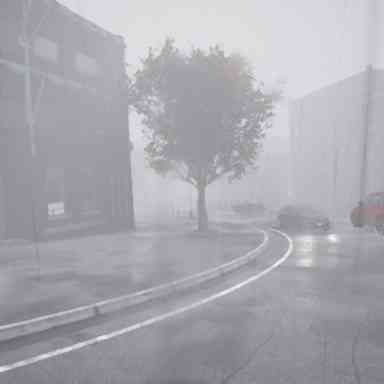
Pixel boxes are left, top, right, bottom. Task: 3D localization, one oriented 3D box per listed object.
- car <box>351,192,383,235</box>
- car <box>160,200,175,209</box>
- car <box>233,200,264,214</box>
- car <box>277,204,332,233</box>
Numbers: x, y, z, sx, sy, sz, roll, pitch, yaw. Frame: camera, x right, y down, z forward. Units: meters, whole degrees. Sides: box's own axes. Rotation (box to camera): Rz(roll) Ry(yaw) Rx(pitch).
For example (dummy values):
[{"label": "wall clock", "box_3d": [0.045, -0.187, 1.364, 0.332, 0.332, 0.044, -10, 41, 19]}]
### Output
[{"label": "car", "box_3d": [10.174, 0.995, 17.201, 2.150, 2.045, 5.566, -2, 0, 7]}, {"label": "car", "box_3d": [-4.411, 2.143, 59.457, 1.837, 1.490, 4.892, -3, 2, -17]}, {"label": "car", "box_3d": [6.237, 1.620, 37.187, 1.882, 1.535, 5.008, -3, 0, -17]}, {"label": "car", "box_3d": [6.504, 1.483, 19.774, 1.837, 1.490, 4.892, -2, -1, -4]}]
